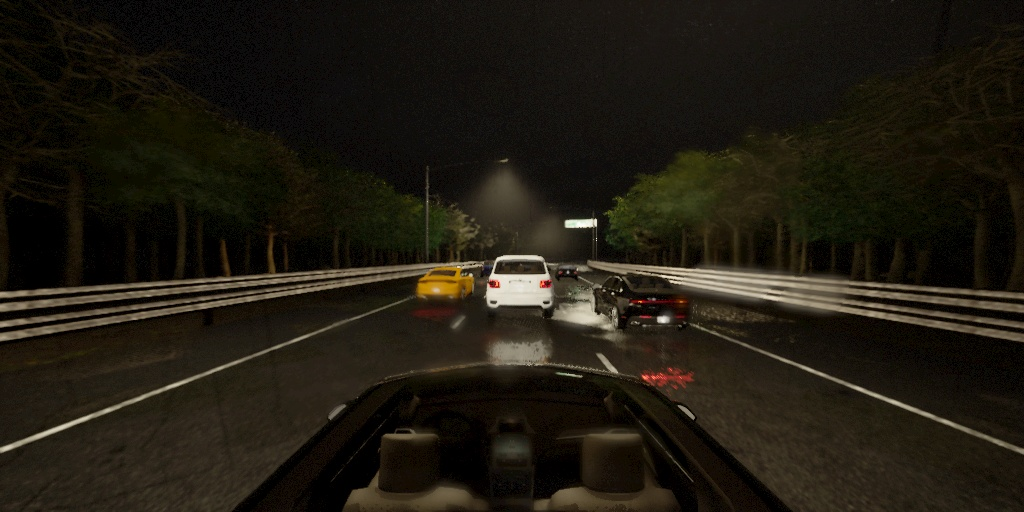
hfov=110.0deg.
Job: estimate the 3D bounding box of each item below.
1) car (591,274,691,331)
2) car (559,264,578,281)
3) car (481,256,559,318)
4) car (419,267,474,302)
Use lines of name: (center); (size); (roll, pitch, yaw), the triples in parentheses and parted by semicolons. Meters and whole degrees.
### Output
car: (3.765, 1.301, 11.201); (1.837, 1.490, 4.892); (0, 0, 1)
car: (4.863, 1.431, 32.382); (2.033, 1.411, 5.357); (0, 0, 5)
car: (0.320, 1.021, 13.443); (2.150, 2.045, 5.566); (0, 0, 2)
car: (-3.032, 1.289, 17.439); (1.882, 1.535, 5.008); (0, 0, 2)
